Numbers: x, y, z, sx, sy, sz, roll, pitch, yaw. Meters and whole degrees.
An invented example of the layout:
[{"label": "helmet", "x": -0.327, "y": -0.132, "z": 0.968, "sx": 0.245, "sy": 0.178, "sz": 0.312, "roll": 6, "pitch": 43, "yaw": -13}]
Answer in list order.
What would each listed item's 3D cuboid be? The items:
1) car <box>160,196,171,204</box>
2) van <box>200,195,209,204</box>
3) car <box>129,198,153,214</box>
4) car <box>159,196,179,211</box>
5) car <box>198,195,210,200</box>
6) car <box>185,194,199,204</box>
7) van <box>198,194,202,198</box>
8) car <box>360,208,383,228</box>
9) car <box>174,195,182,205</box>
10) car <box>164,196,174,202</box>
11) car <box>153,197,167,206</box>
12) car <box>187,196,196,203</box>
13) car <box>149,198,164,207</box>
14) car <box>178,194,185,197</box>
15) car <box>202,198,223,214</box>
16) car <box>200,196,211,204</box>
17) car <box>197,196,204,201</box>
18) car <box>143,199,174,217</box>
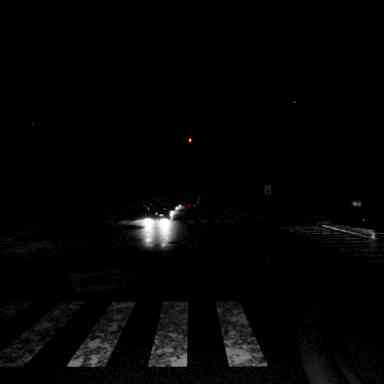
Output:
[{"label": "car", "x": -5.526, "y": 1.548, "z": 69.176, "sx": 1.967, "sy": 1.590, "sz": 4.097, "roll": 0, "pitch": 0, "yaw": 0}, {"label": "van", "x": 2.498, "y": 1.449, "z": 69.152, "sx": 1.690, "sy": 1.788, "sz": 3.998, "roll": 0, "pitch": 0, "yaw": 0}, {"label": "car", "x": -5.625, "y": 1.478, "z": 36.112, "sx": 1.967, "sy": 1.590, "sz": 4.097, "roll": 0, "pitch": 0, "yaw": 0}, {"label": "car", "x": -3.066, "y": 1.612, "z": 41.944, "sx": 1.994, "sy": 1.385, "sz": 4.181, "roll": 0, "pitch": 0, "yaw": 1}, {"label": "car", "x": 2.449, "y": 1.634, "z": 52.620, "sx": 1.947, "sy": 1.339, "sz": 4.313, "roll": 0, "pitch": 0, "yaw": 0}, {"label": "car", "x": -0.051, "y": 1.585, "z": 63.859, "sx": 2.128, "sy": 1.511, "sz": 4.902, "roll": 0, "pitch": 0, "yaw": 0}, {"label": "van", "x": 2.466, "y": 1.421, "z": 58.130, "sx": 1.690, "sy": 1.788, "sz": 3.998, "roll": 0, "pitch": 0, "yaw": 0}, {"label": "car", "x": 13.058, "y": 1.456, "z": 20.587, "sx": 4.892, "sy": 1.490, "sz": 1.837, "roll": 0, "pitch": 0, "yaw": 0}, {"label": "car", "x": -3.036, "y": 1.630, "z": 51.929, "sx": 1.994, "sy": 1.385, "sz": 4.181, "roll": 0, "pitch": 0, "yaw": 0}, {"label": "car", "x": -5.493, "y": 1.690, "z": 80.197, "sx": 2.008, "sy": 1.369, "sz": 4.403, "roll": 0, "pitch": 0, "yaw": 0}, {"label": "car", "x": -5.559, "y": 1.631, "z": 58.154, "sx": 2.008, "sy": 1.369, "sz": 4.403, "roll": 0, "pitch": 0, "yaw": 0}, {"label": "car", "x": -0.116, "y": 1.675, "z": 74.015, "sx": 1.994, "sy": 1.385, "sz": 4.181, "roll": 0, "pitch": 0, "yaw": 0}, {"label": "car", "x": -5.576, "y": 1.650, "z": 52.643, "sx": 1.802, "sy": 1.307, "sz": 4.206, "roll": 0, "pitch": 0, "yaw": 0}, {"label": "car", "x": -2.962, "y": 1.581, "z": 62.009, "sx": 2.128, "sy": 1.511, "sz": 4.902, "roll": 0, "pitch": 0, "yaw": 1}, {"label": "car", "x": 2.399, "y": 1.604, "z": 36.087, "sx": 1.947, "sy": 1.339, "sz": 4.313, "roll": 0, "pitch": 0, "yaw": 0}, {"label": "car", "x": 2.433, "y": 1.639, "z": 47.109, "sx": 1.802, "sy": 1.307, "sz": 4.206, "roll": 0, "pitch": 0, "yaw": 0}, {"label": "car", "x": 2.152, "y": 1.693, "z": 90.056, "sx": 1.812, "sy": 1.442, "sz": 4.674, "roll": 0, "pitch": 0, "yaw": 0}, {"label": "car", "x": -3.119, "y": 1.633, "z": 31.989, "sx": 1.895, "sy": 1.301, "sz": 4.718, "roll": 0, "pitch": 0, "yaw": 1}]
